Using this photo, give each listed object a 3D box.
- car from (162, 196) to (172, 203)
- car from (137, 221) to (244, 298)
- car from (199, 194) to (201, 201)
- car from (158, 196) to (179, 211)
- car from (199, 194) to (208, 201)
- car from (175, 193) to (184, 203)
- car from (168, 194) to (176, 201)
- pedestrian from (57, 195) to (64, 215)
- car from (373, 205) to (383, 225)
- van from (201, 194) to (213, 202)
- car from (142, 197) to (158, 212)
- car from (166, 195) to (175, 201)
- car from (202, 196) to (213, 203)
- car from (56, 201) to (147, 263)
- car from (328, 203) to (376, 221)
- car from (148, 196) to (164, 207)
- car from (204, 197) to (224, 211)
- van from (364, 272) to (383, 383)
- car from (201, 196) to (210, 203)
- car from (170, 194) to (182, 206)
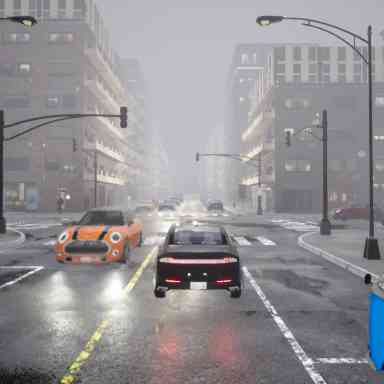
[{"bbox_3d":[-5.494,1.575,73.822,1.887,1.381,4.507,1,0,0],"label":"car"},{"bbox_3d":[0.122,1.494,8.488,2.128,1.511,4.902,0,0,0],"label":"car"},{"bbox_3d":[2.873,1.552,68.328,1.752,1.417,4.829,1,0,0],"label":"car"},{"bbox_3d":[-3.000,1.562,40.944,2.033,1.411,5.357,0,0,0],"label":"car"},{"bbox_3d":[2.918,1.352,85.086,2.192,1.841,5.009,1,0,0],"label":"car"},{"bbox_3d":[-2.828,1.249,69.342,2.150,2.045,5.566,0,0,0],"label":"car"},{"bbox_3d":[-5.450,1.480,90.750,1.967,1.590,4.097,1,0,0],"label":"car"},{"bbox_3d":[-12.461,1.217,31.425,0.375,1.860,0.375,0,-1,1],"label":"pedestrian"},{"bbox_3d":[13.587,1.583,19.722,4.313,1.339,1.947,0,-1,1],"label":"car"},{"bbox_3d":[2.847,1.362,56.873,1.690,1.788,3.998,1,0,0],"label":"van"},{"bbox_3d":[-5.577,1.539,39.796,1.752,1.417,4.829,1,0,0],"label":"car"},{"bbox_3d":[-5.466,1.587,85.107,2.008,1.369,4.403,1,0,0],"label":"car"},{"bbox_3d":[2.816,1.567,45.588,2.008,1.369,4.403,1,0,0],"label":"car"},{"bbox_3d":[-3.070,1.355,11.871,2.097,1.767,4.553,0,0,0],"label":"car"},{"bbox_3d":[13.712,1.608,28.104,4.097,1.590,1.967,0,-1,1],"label":"car"},{"bbox_3d":[-5.548,1.459,51.252,1.967,1.590,4.097,1,0,0],"label":"car"},{"bbox_3d":[2.802,1.580,39.946,1.947,1.339,4.313,1,0,0],"label":"car"},{"bbox_3d":[2.679,1.342,1.999,1.690,1.788,3.998,1,0,0],"label":"van"},{"bbox_3d":[2.885,1.612,73.801,1.802,1.307,4.206,1,0,0],"label":"car"},{"bbox_3d":[-2.956,1.545,53.946,1.812,1.442,4.674,0,0,0],"label":"car"}]
